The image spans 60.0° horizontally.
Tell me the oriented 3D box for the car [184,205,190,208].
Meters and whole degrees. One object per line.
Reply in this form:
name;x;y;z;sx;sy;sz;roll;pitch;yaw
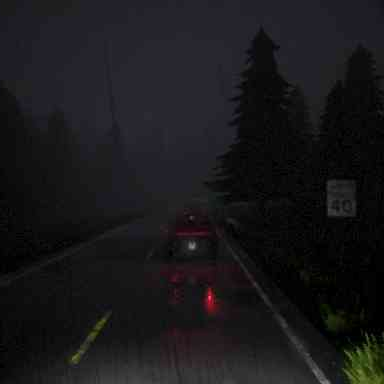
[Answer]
car;0.024;1.831;28.883;1.812;1.442;4.674;0;0;0

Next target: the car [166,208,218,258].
car;0.020;1.637;13.494;2.128;1.511;4.902;0;0;0
